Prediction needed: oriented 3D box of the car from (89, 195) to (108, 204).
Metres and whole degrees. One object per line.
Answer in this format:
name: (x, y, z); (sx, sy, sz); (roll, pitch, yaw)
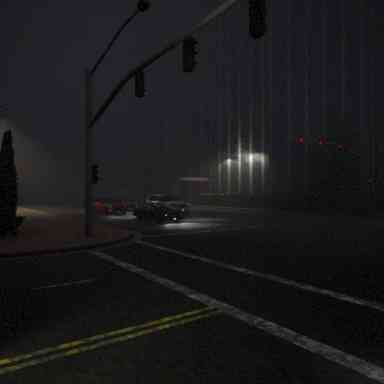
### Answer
car: (-18.682, 1.480, 66.224); (1.882, 1.535, 5.008); (0, 0, -36)

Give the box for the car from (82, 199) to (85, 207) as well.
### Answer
car: (-14.348, 1.506, 48.039); (1.837, 1.490, 4.892); (0, 0, -36)

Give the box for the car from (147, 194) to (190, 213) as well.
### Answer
car: (-2.418, 1.223, 31.578); (2.150, 2.045, 5.566); (0, 0, -36)

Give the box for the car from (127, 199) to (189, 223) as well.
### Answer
car: (-2.802, 1.549, 26.154); (2.033, 1.411, 5.357); (0, 0, -36)

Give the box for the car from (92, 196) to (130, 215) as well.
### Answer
car: (-8.345, 1.353, 33.787); (2.097, 1.767, 4.553); (0, 0, -36)

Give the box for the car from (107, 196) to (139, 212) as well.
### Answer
car: (-8.276, 1.354, 39.650); (2.097, 1.767, 4.553); (0, 0, -36)
